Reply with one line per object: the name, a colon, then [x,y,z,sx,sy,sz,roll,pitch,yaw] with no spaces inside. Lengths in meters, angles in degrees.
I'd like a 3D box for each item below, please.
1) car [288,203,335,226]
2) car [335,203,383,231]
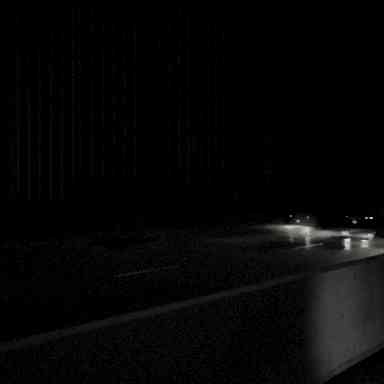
car: [9.086,1.503,23.199,5.357,1.411,2.033,0,0,-35]
car: [11.331,1.449,20.498,4.902,1.511,2.128,0,0,-35]
